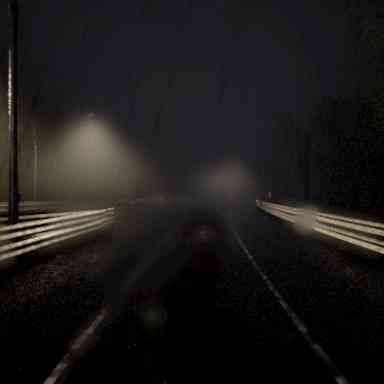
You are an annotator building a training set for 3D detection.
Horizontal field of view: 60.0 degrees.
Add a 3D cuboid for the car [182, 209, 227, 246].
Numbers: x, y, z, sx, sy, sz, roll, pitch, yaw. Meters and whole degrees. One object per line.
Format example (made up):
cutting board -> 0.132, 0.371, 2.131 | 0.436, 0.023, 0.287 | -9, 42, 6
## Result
car -> 0.644, 1.550, 15.746 | 1.882, 1.535, 5.008 | 0, 0, 4
